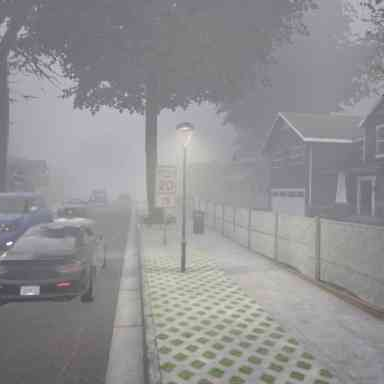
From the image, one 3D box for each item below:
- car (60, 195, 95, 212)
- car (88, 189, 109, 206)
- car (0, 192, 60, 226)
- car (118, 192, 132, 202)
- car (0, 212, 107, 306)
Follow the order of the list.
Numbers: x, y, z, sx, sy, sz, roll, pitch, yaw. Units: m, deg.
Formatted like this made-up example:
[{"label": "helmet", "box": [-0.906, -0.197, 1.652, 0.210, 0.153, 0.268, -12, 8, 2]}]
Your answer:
[{"label": "car", "box": [-9.014, 1.215, 25.690, 1.994, 1.385, 4.181, 1, 1, -10]}, {"label": "car", "box": [-11.697, 0.630, 41.965, 2.150, 2.045, 5.566, 1, 1, -10]}, {"label": "car", "box": [-6.698, 1.038, 12.133, 2.150, 2.045, 5.566, 1, 1, -10]}, {"label": "car", "box": [-10.515, 0.797, 51.926, 1.837, 1.490, 4.892, 1, 1, -10]}, {"label": "car", "box": [-3.063, 1.438, 7.767, 1.812, 1.442, 4.674, 1, 1, -10]}]
